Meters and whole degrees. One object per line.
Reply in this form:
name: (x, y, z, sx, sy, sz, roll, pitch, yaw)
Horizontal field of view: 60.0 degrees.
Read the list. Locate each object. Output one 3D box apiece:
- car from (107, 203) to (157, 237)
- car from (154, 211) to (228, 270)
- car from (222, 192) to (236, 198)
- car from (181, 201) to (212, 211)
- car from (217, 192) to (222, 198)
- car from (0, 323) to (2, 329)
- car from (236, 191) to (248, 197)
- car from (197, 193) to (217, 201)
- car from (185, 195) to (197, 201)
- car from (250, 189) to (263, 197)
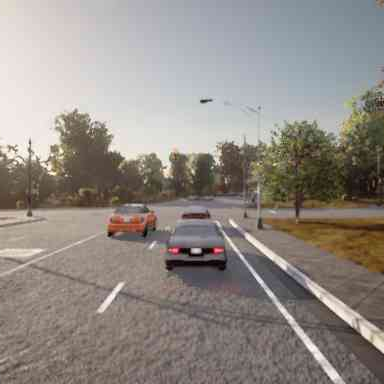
car: (-3.276, 1.457, 19.005, 2.097, 1.767, 4.553, 0, 0, 1)
car: (0.122, 1.600, 11.201, 2.033, 1.411, 5.357, 0, 0, 0)
car: (10.423, 0.754, 88.176, 1.895, 1.301, 4.718, 0, 3, 30)
car: (0.291, 1.599, 21.358, 1.882, 1.535, 5.008, 0, 0, 2)
car: (7.438, 0.763, 90.002, 1.895, 1.301, 4.718, 0, 3, 30)
car: (-3.399, 1.609, 2.176, 1.895, 1.301, 4.718, 0, 0, 0)
car: (14.148, 0.593, 87.562, 2.128, 1.511, 4.902, 0, 3, 33)
car: (3.370, 1.512, 74.285, 1.994, 1.385, 4.181, 0, 2, 23)
car: (0.328, 1.491, 76.049, 2.033, 1.411, 5.357, 0, 2, 23)
car: (17.691, 0.592, 86.644, 1.895, 1.301, 4.718, 0, 3, 33)
